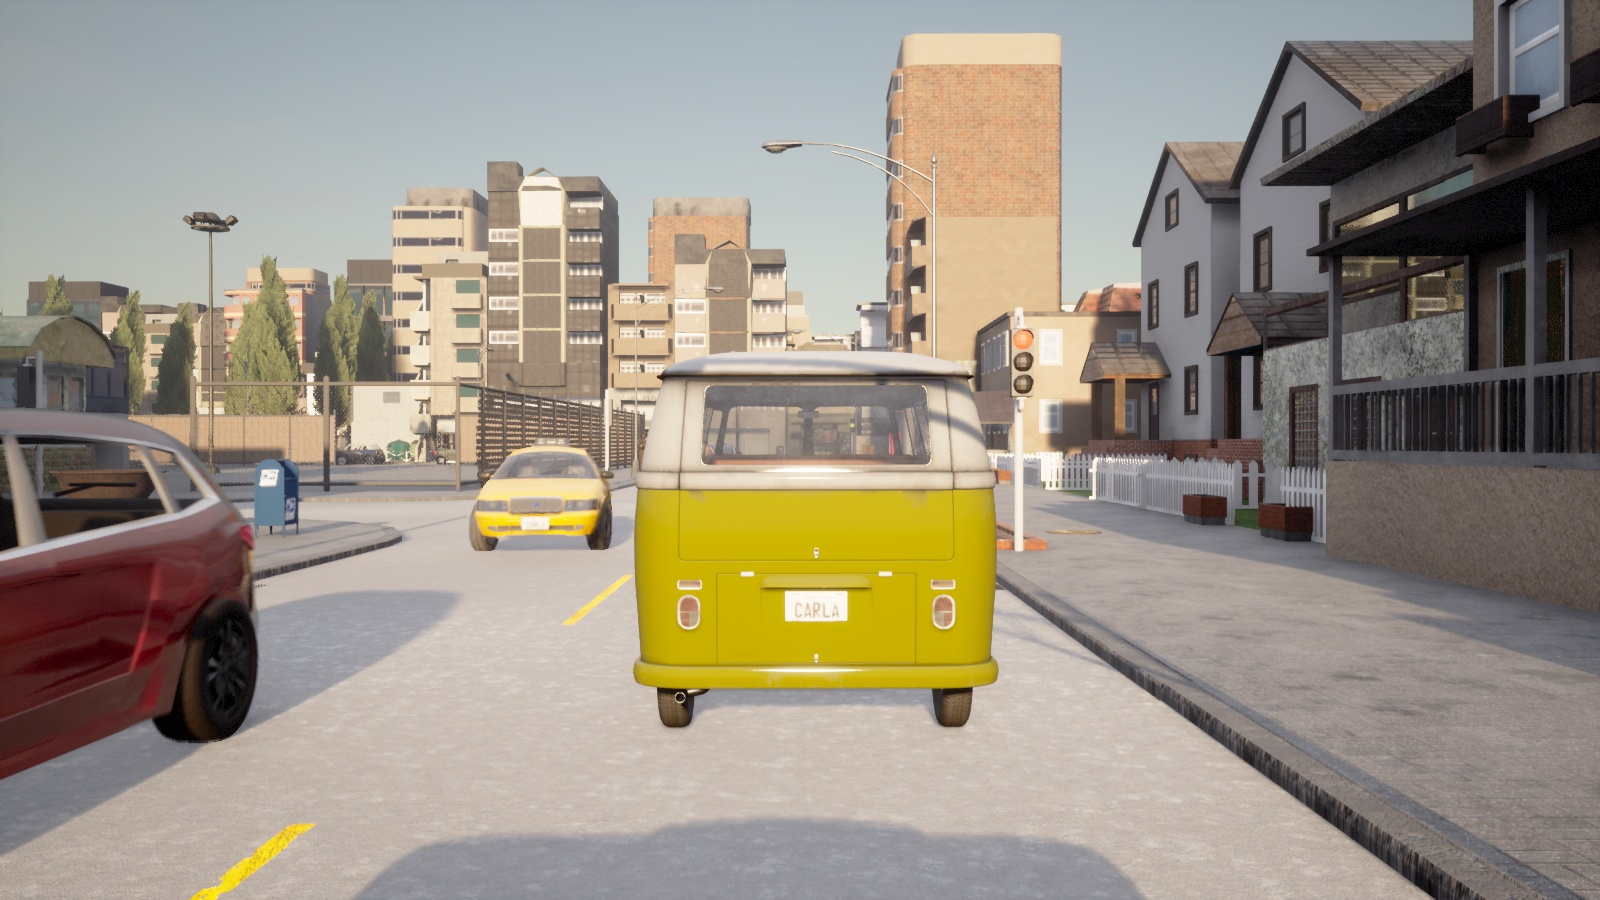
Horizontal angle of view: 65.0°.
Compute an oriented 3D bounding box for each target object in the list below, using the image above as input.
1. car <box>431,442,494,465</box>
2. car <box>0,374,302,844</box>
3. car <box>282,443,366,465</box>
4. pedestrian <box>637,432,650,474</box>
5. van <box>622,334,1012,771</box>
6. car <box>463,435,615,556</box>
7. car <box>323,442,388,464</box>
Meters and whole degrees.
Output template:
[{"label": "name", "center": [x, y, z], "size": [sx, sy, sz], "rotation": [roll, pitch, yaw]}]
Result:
[{"label": "car", "center": [-22.380, 0.236, 83.458], "size": [3.705, 1.549, 1.789], "rotation": [0, 0, 0]}, {"label": "car", "center": [-3.957, 0.560, 4.811], "size": [2.242, 1.667, 4.611], "rotation": [0, 0, 0]}, {"label": "car", "center": [-31.592, 0.255, 83.505], "size": [4.892, 1.490, 1.837], "rotation": [0, 0, 1]}, {"label": "pedestrian", "center": [-7.244, 0.123, 58.064], "size": [0.395, 1.930, 0.692], "rotation": [0, 0, -30]}, {"label": "van", "center": [0.070, 0.454, 7.932], "size": [1.775, 1.987, 4.442], "rotation": [0, 0, 0]}, {"label": "car", "center": [-3.791, 0.574, 19.060], "size": [1.801, 1.575, 5.366], "rotation": [0, 0, -7]}, {"label": "car", "center": [-30.965, 0.193, 87.498], "size": [3.806, 1.475, 1.970], "rotation": [0, 0, 0]}]
